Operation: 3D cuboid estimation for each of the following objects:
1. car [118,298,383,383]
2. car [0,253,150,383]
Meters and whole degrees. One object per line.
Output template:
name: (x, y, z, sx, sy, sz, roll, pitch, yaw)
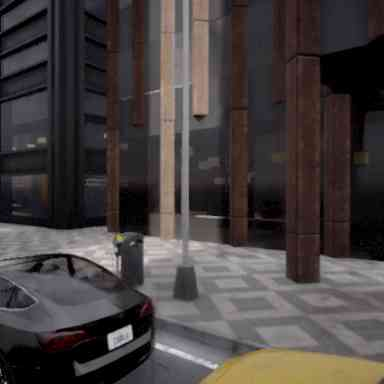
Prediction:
car: (1.991, 1.527, 1.543, 4.829, 1.417, 1.752, 0, 0, 36)
car: (-2.444, 1.555, 4.707, 4.313, 1.339, 1.947, 0, 0, 36)
